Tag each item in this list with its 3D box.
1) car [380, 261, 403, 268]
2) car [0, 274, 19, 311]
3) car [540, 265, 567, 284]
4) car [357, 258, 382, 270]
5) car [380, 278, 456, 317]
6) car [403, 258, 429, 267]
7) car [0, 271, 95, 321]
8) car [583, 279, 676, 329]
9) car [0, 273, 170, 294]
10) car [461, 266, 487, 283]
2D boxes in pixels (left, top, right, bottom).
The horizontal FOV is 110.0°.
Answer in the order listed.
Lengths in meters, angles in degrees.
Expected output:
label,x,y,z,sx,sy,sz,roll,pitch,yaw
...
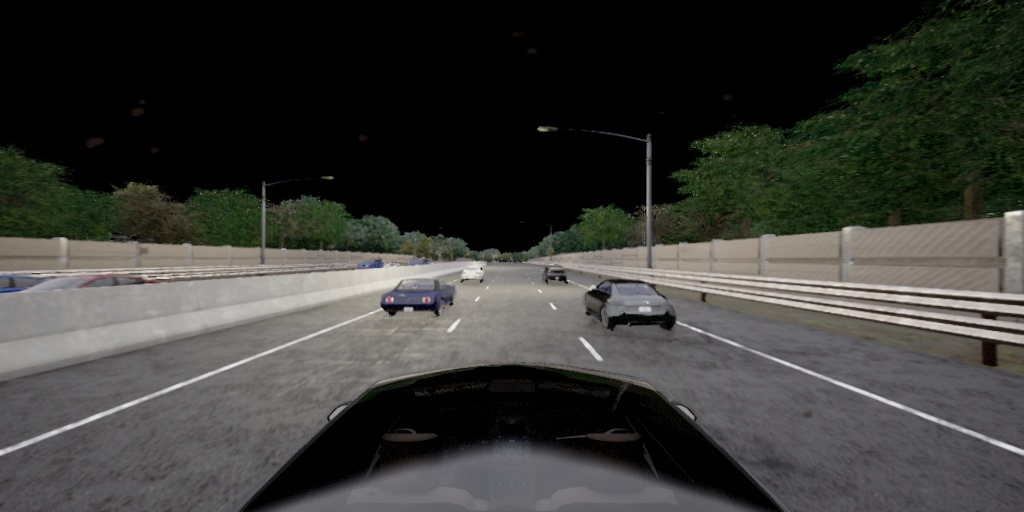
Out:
label,x,y,z,sx,sy,sz,roll,pitch,yaw
car,-17.537,1.758,53.567,1.895,1.301,4.718,0,0,1
car,-21.099,1.419,11.908,2.033,1.411,5.357,0,-1,0
car,3.606,1.544,31.028,1.837,1.490,4.892,0,0,0
car,-21.035,1.378,53.612,2.150,2.045,5.566,0,0,1
car,-3.397,1.493,14.000,1.895,1.301,4.718,0,-1,0
car,-14.040,1.379,53.895,2.150,2.045,5.566,0,0,1
car,-17.598,1.348,11.817,1.882,1.535,5.008,0,-1,0
car,3.602,1.431,11.704,1.994,1.385,4.181,0,-1,0
car,-14.099,1.348,11.819,1.882,1.535,5.008,0,-1,0
car,-3.393,1.571,31.903,1.812,1.442,4.674,0,0,0
